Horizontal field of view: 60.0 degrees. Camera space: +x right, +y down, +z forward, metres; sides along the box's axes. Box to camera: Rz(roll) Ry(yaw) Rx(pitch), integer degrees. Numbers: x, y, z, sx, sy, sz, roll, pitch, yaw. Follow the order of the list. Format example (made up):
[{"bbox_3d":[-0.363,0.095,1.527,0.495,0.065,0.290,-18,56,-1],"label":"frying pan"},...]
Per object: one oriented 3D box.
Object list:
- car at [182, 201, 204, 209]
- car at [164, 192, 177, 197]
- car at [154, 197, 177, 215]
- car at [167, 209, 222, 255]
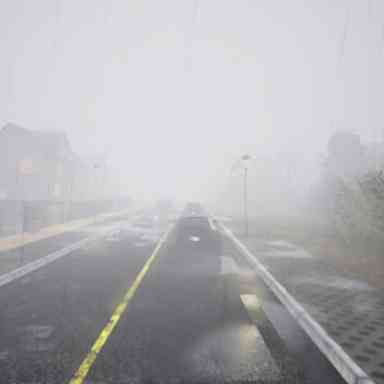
[{"bbox_3d":[0.088,1.542,29.175,1.812,1.442,4.674,0,0,0],"label":"car"},{"bbox_3d":[-4.952,0.999,76.310,2.150,2.045,5.566,0,0,-14],"label":"car"},{"bbox_3d":[-2.841,1.524,34.884,1.837,1.490,4.892,0,0,0],"label":"car"},{"bbox_3d":[0.095,1.573,13.342,1.994,1.385,4.181,0,0,0],"label":"car"}]
